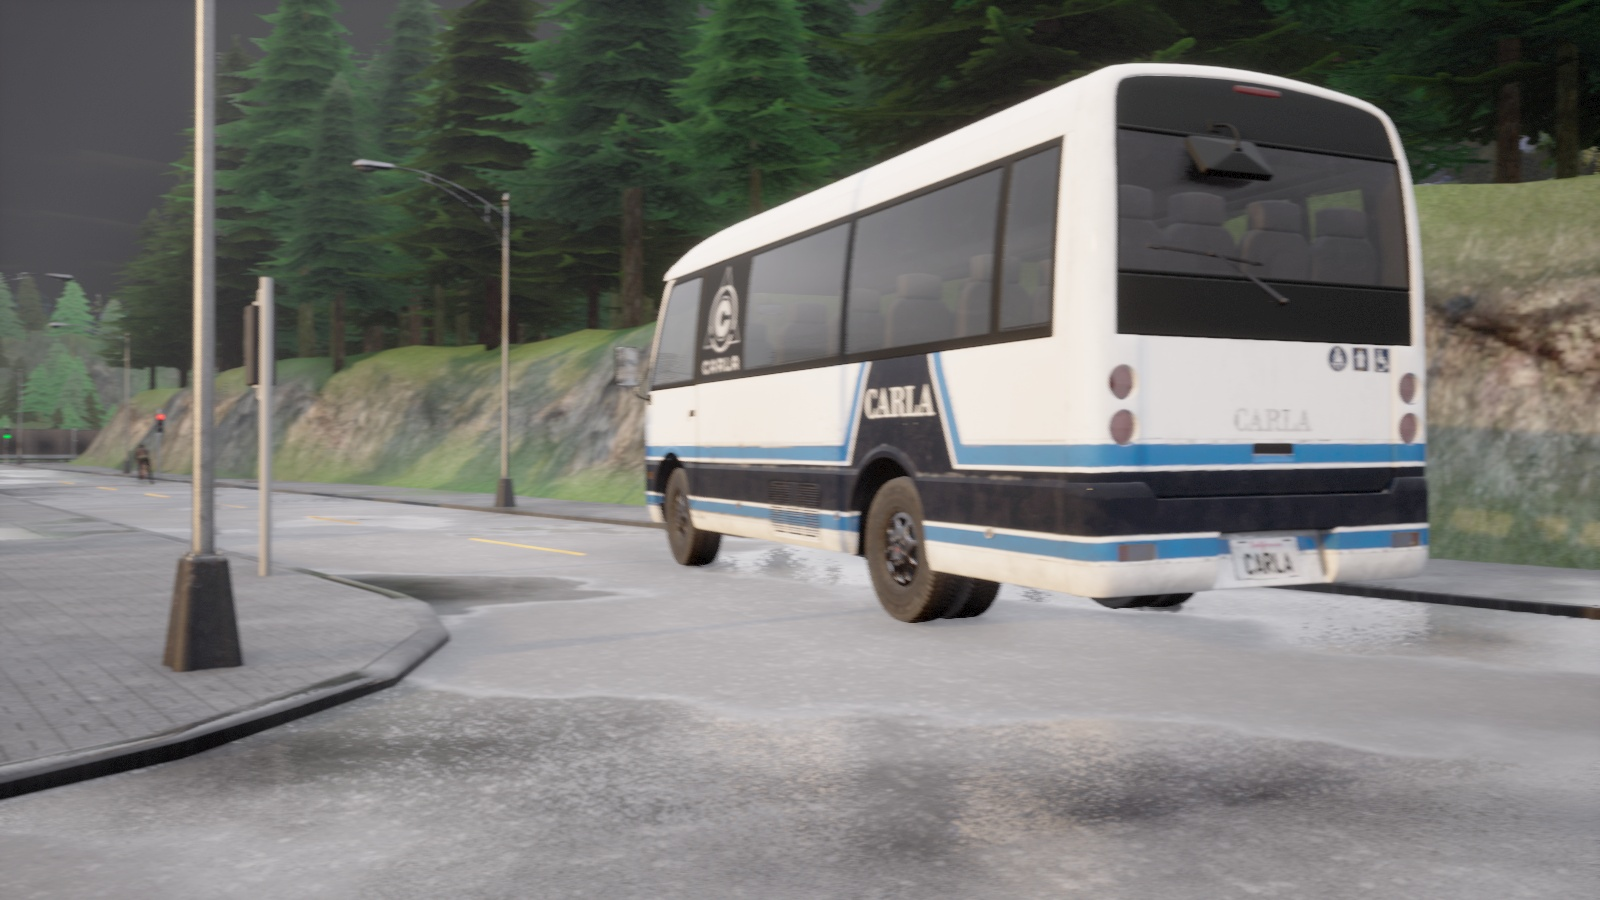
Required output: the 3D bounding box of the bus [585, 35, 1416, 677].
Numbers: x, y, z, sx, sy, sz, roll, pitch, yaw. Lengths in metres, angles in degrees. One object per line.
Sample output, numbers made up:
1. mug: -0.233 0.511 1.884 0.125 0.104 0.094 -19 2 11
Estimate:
1. bus: 0.941 -0.639 13.810 3.944 4.253 10.273 -1 0 -25
